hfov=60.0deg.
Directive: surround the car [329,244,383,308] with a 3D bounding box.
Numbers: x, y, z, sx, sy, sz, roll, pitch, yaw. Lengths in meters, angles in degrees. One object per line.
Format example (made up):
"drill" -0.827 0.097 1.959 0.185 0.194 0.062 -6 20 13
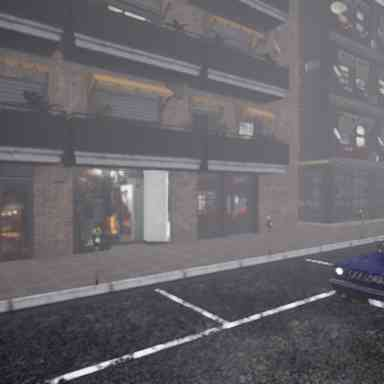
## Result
"car" 4.916 1.547 6.871 4.718 1.301 1.895 0 0 -35
